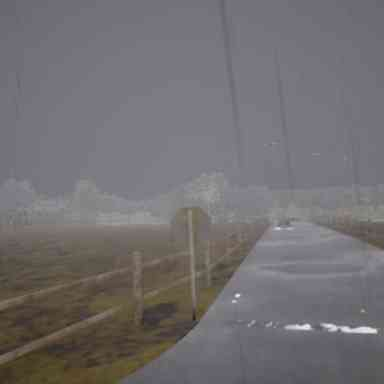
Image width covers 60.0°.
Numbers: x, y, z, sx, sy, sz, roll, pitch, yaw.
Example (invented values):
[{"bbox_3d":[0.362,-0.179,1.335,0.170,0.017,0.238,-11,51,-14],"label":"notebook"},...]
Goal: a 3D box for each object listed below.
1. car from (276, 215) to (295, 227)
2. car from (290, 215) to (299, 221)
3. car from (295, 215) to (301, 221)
[{"bbox_3d":[12.547,3.937,45.170,1.837,1.490,4.892,-3,-4,15],"label":"car"},{"bbox_3d":[27.094,6.975,87.870,1.882,1.535,5.008,-3,-6,15],"label":"car"},{"bbox_3d":[24.372,6.200,77.945,1.812,1.442,4.674,-3,-5,15],"label":"car"}]
